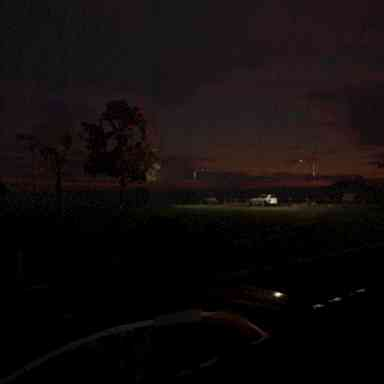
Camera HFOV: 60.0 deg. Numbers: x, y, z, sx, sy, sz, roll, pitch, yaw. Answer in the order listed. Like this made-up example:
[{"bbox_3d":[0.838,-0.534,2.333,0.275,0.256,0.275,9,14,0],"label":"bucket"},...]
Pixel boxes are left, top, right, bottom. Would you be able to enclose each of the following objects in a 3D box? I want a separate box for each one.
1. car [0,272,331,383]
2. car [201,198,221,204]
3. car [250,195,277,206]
[{"bbox_3d":[-1.013,1.487,2.346,4.902,1.511,2.128,-1,0,-36],"label":"car"},{"bbox_3d":[4.103,2.023,73.846,2.033,1.411,5.357,-1,-1,-35],"label":"car"},{"bbox_3d":[13.050,1.562,60.932,2.150,2.045,5.566,-1,-1,-35],"label":"car"}]
